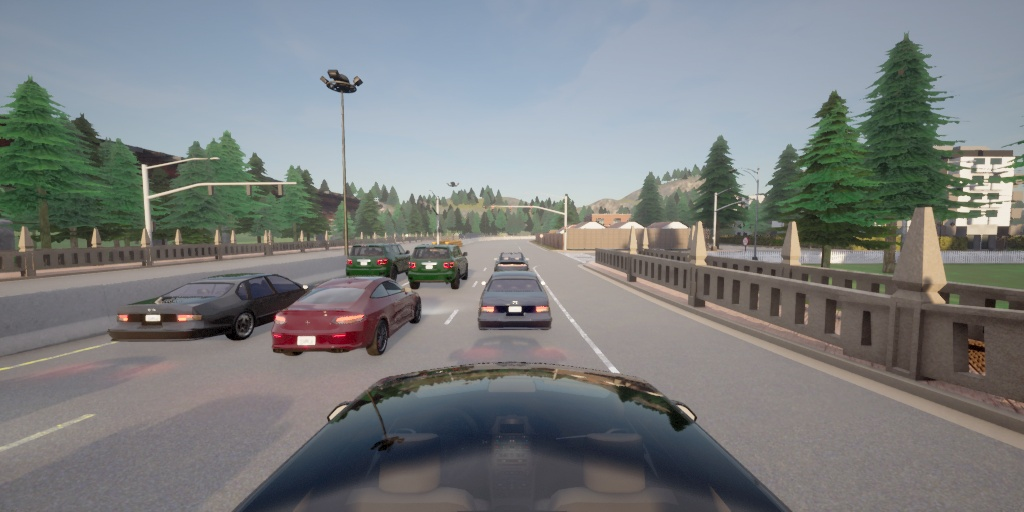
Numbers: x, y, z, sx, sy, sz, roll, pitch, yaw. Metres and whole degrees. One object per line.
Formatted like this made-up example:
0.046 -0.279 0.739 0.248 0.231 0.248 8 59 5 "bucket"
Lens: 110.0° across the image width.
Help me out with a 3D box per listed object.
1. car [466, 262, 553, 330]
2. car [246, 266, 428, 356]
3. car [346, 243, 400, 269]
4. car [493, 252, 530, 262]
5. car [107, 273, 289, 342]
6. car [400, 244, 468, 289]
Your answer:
0.049 1.122 10.410 2.033 1.411 5.357 0 2 0 "car"
-3.439 1.172 8.253 1.812 1.442 4.674 0 2 -1 "car"
-7.018 0.286 19.615 2.150 2.045 5.566 0 4 0 "car"
-0.021 0.529 20.106 2.128 1.511 4.902 0 3 0 "car"
-6.945 1.156 9.427 2.033 1.411 5.357 0 2 0 "car"
-3.504 0.399 17.790 2.150 2.045 5.566 0 4 0 "car"
